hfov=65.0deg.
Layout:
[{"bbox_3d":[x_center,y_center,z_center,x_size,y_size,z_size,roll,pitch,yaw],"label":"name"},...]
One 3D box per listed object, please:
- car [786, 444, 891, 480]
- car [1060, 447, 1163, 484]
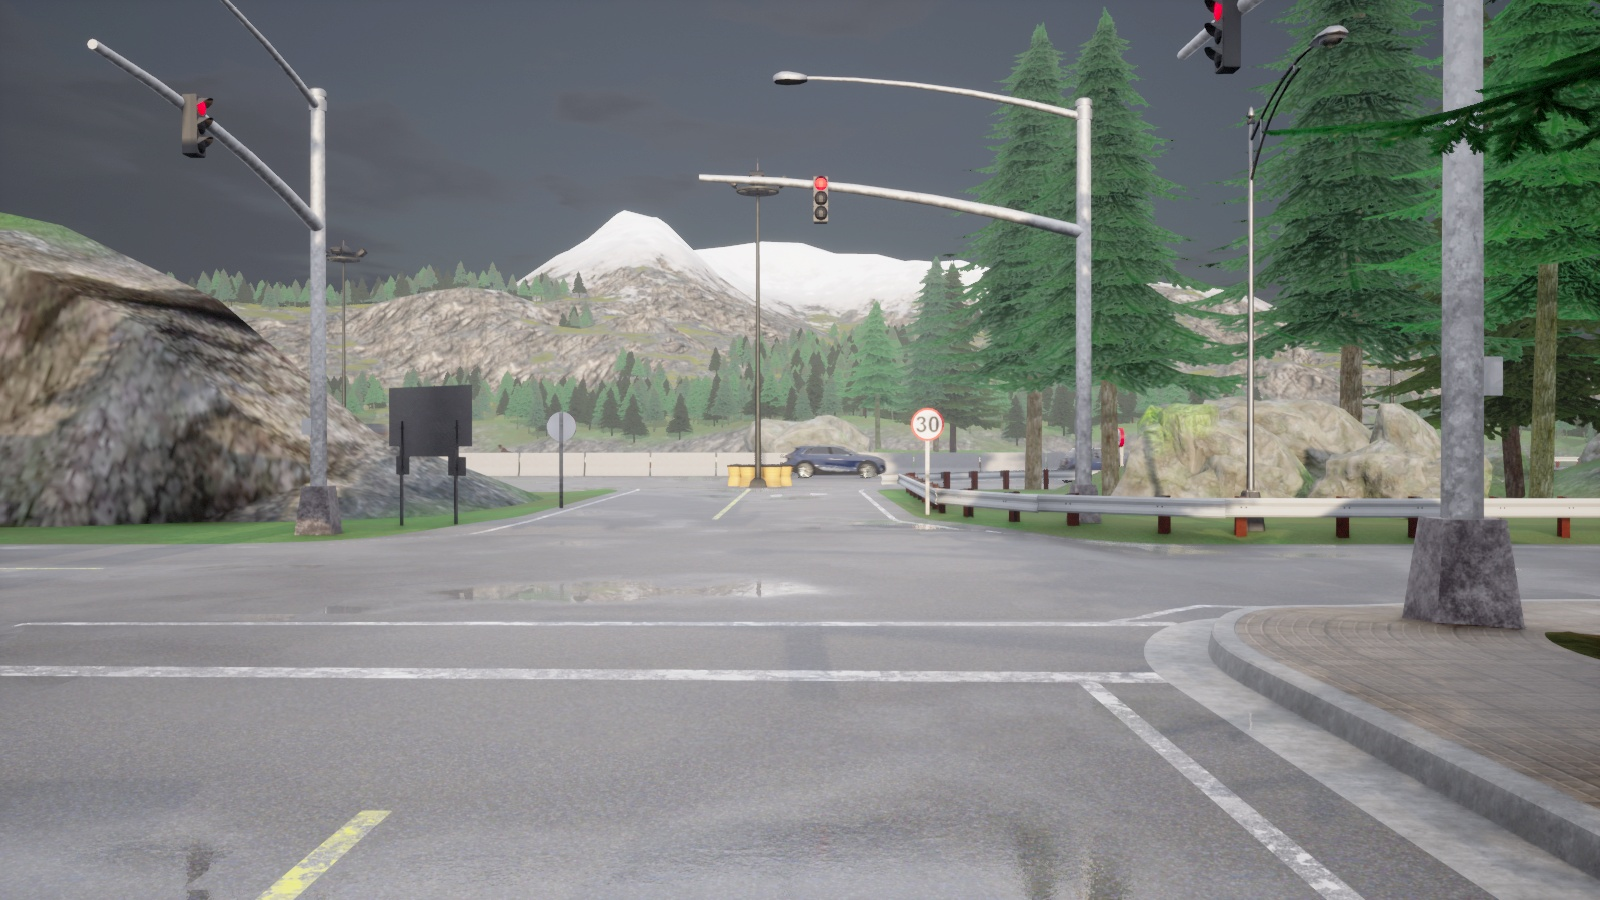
[{"bbox_3d":[1.801,0.540,59.168,4.856,1.649,2.033,0,0,0],"label":"car"},{"bbox_3d":[12.892,0.623,52.091,3.806,1.475,1.970,0,0,0],"label":"car"}]
